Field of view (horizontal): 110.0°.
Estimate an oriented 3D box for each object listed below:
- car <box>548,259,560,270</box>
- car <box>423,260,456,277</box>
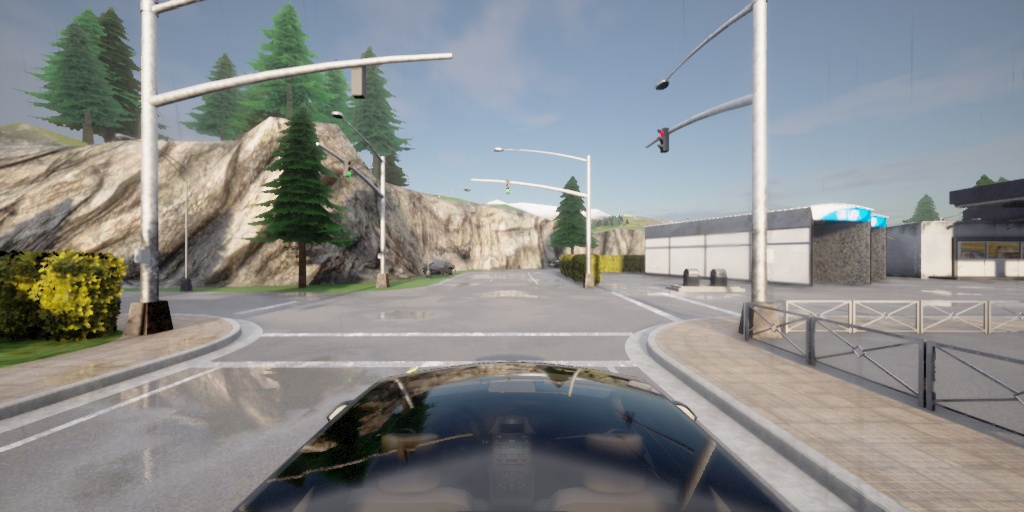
[{"bbox_3d":[8.221,0.954,53.939,5.566,2.045,2.150,0,-1,-10],"label":"car"},{"bbox_3d":[-7.148,1.221,35.635,1.882,1.535,5.008,1,0,11],"label":"car"}]
